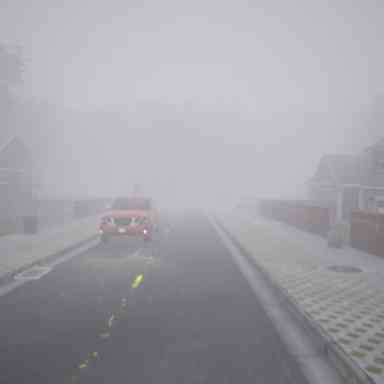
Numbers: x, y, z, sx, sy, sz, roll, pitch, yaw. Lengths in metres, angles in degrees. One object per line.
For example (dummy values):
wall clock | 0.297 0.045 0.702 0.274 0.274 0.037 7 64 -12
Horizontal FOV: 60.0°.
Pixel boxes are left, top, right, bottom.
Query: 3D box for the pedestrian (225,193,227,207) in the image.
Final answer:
pedestrian | 4.515 1.087 43.944 0.375 1.860 0.375 -1 1 0

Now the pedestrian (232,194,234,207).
pedestrian | 5.515 1.087 44.544 0.375 1.860 0.375 -1 1 0

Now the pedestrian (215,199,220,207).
pedestrian | 3.515 1.477 45.154 0.500 1.100 0.500 -1 1 0

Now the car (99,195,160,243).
car | -2.848 1.205 16.319 2.150 2.045 5.566 0 0 0
